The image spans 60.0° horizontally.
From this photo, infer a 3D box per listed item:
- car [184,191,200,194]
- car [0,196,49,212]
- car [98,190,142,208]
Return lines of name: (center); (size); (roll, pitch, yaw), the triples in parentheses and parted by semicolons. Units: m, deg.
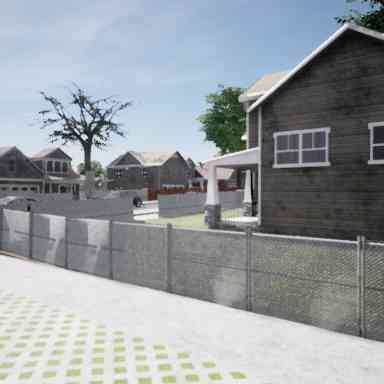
car: (-0.183, 0.585, 40.578); (1.895, 1.301, 4.718); (0, 2, 35)
car: (-12.429, 1.057, 23.236); (2.128, 1.511, 4.902); (0, 2, 35)
car: (-6.843, 0.651, 31.148); (2.097, 1.767, 4.553); (0, 2, 35)
